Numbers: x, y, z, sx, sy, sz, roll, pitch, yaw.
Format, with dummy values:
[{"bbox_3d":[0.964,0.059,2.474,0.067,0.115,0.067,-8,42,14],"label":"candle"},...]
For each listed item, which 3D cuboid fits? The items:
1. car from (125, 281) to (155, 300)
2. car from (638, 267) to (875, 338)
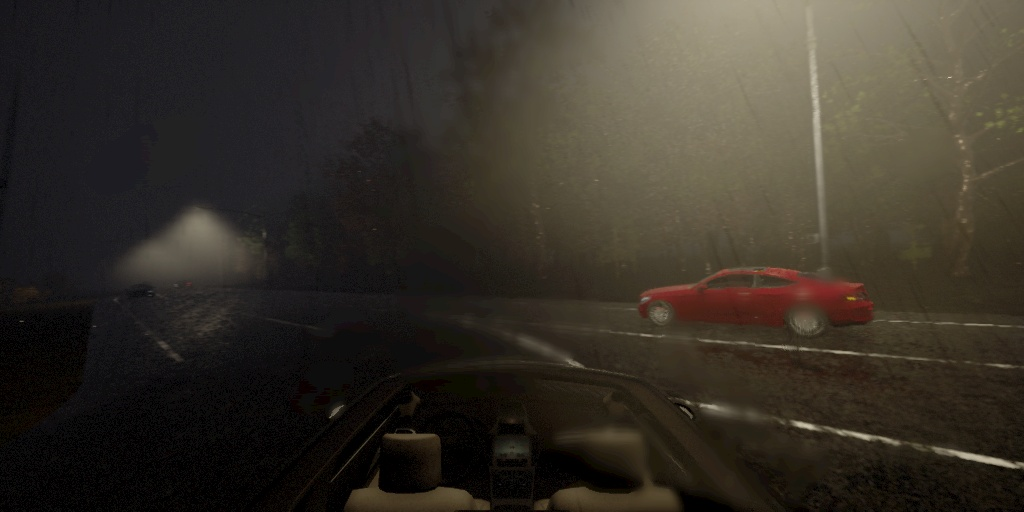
[{"bbox_3d":[-39.509,3.772,38.060,5.008,1.535,1.882,-4,0,41],"label":"car"},{"bbox_3d":[5.488,1.004,8.713,4.674,1.442,1.812,-4,0,40],"label":"car"}]
